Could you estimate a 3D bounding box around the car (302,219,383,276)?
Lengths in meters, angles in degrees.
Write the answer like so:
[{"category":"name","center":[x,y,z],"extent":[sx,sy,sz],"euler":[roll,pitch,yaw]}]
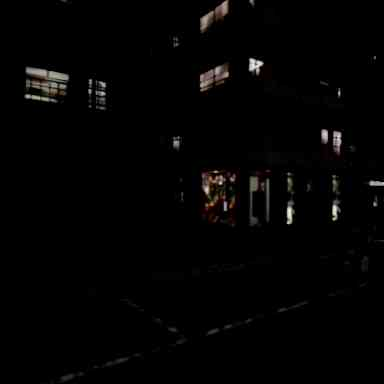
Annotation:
[{"category":"car","center":[5.218,1.549,10.286],"extent":[4.403,1.369,2.008],"euler":[0,0,-36]}]
